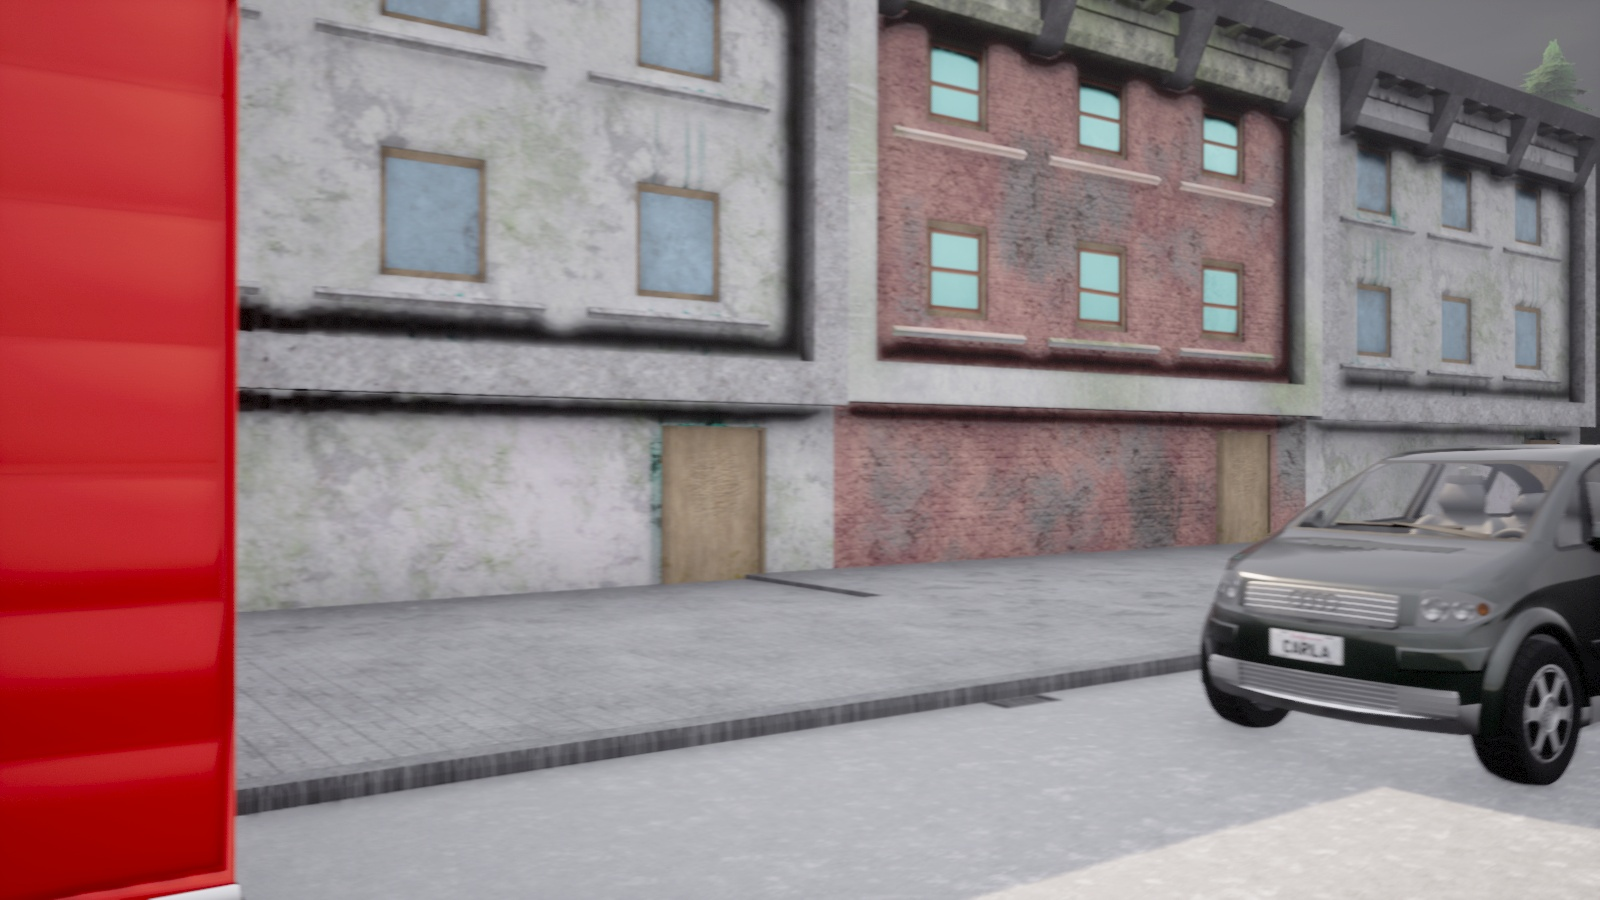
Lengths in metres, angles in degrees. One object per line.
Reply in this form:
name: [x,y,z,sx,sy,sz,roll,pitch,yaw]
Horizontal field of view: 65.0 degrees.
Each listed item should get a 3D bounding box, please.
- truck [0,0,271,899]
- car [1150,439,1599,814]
truck: [-3.755,0.270,1.655,5.204,2.467,2.627,0,0,-35]
car: [3.886,0.732,6.972,3.705,1.549,1.789,0,0,-35]
